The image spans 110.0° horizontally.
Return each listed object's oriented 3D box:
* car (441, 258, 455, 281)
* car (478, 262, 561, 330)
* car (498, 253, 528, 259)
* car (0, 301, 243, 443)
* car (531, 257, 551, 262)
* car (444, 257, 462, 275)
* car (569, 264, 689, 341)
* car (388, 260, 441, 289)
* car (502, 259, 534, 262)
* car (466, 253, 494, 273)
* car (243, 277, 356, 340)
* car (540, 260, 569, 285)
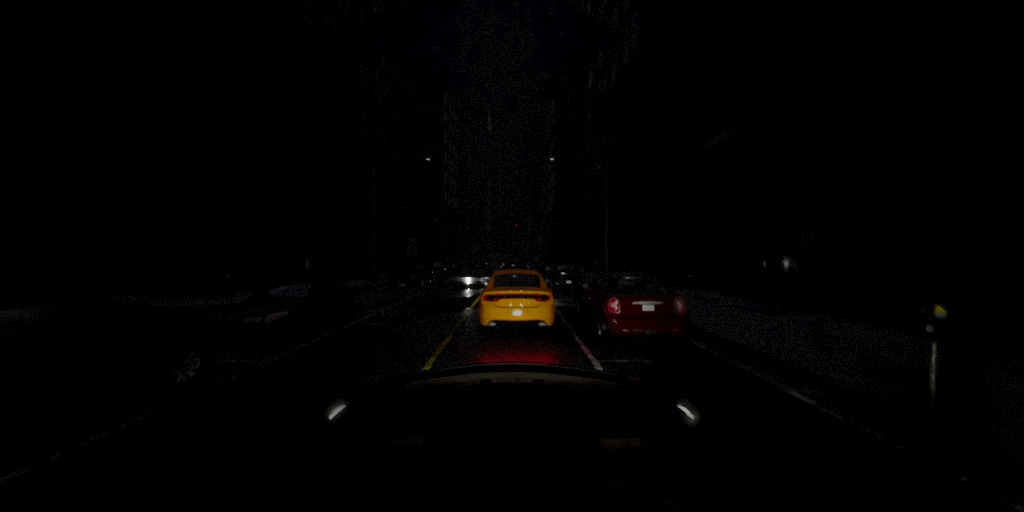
[{"bbox_3d":[-5.590,1.029,26.036,1.802,1.307,4.207,0,0,0],"label":"car"},{"bbox_3d":[0.128,1.116,10.678,1.882,1.535,5.008,0,1,0],"label":"car"},{"bbox_3d":[0.128,0.726,32.105,2.097,1.767,4.553,0,1,1],"label":"car"},{"bbox_3d":[-5.662,1.286,4.033,1.948,1.339,4.313,0,0,0],"label":"car"},{"bbox_3d":[2.953,0.947,31.509,1.948,1.339,4.313,0,0,0],"label":"car"},{"bbox_3d":[-5.572,0.820,31.538,1.967,1.591,4.097,0,0,0],"label":"car"},{"bbox_3d":[2.882,1.093,9.506,1.967,1.591,4.097,0,0,0],"label":"car"},{"bbox_3d":[-5.608,1.081,20.536,1.948,1.339,4.313,0,0,0],"label":"car"},{"bbox_3d":[0.161,1.060,22.155,1.994,1.385,4.181,0,1,1],"label":"car"},{"bbox_3d":[-2.901,0.589,32.289,1.837,1.490,4.892,0,1,0],"label":"car"},{"bbox_3d":[-5.644,1.233,9.534,1.802,1.307,4.207,0,0,0],"label":"car"},{"bbox_3d":[2.917,1.067,20.508,2.007,1.370,4.403,0,0,0],"label":"car"}]
